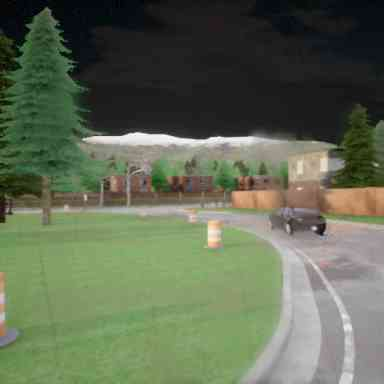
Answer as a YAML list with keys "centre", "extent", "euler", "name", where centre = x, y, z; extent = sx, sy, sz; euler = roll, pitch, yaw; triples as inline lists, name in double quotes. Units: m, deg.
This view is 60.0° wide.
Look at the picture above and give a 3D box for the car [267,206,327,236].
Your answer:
- centre: [5.762, 1.563, 18.806]
  extent: [1.837, 1.490, 4.892]
  euler: [0, -1, -6]
  name: "car"
